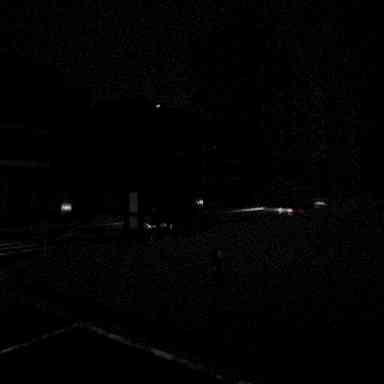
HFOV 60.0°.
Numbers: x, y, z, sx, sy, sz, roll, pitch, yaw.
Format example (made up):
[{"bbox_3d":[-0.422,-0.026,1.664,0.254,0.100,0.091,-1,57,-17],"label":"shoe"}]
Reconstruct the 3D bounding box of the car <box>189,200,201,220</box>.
[{"bbox_3d":[-1.239,1.374,26.099,2.097,1.767,4.553,-1,0,35],"label":"car"}]

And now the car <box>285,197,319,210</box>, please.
[{"bbox_3d":[14.284,1.439,42.995,2.128,1.511,4.902,-1,0,36],"label":"car"}]

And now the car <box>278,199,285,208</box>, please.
[{"bbox_3d":[13.893,1.572,47.307,1.895,1.301,4.718,-1,0,36],"label":"car"}]

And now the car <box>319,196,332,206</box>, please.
[{"bbox_3d":[20.271,1.419,51.512,2.128,1.511,4.902,-1,0,35],"label":"car"}]
